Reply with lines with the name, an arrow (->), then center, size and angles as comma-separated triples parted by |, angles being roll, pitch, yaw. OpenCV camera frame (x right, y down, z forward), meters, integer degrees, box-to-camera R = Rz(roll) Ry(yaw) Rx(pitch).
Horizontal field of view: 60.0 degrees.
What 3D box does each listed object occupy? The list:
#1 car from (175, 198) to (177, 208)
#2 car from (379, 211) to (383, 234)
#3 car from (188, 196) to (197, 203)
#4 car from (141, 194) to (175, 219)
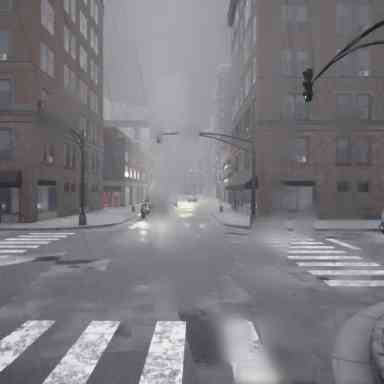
car -> -3.122, 1.546, 39.421 | 1.812, 1.442, 4.674 | 0, 0, 0
car -> 11.040, 1.617, 14.647 | 4.718, 1.301, 1.895 | 0, 0, 2
car -> 0.067, 1.520, 69.997 | 2.128, 1.511, 4.902 | 0, 0, 0
car -> -3.102, 1.236, 29.748 | 2.150, 2.045, 5.566 | 0, 0, 2
